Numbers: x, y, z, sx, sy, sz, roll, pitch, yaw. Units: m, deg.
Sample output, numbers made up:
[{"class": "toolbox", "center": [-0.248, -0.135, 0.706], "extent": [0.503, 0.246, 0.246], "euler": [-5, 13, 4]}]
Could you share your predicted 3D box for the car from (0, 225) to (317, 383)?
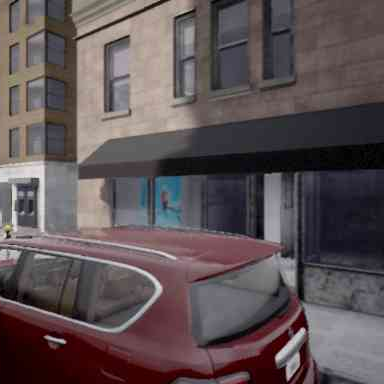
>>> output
[{"class": "car", "center": [-1.225, 1.317, 3.765], "extent": [5.009, 1.841, 2.192], "euler": [0, 0, 36]}]
